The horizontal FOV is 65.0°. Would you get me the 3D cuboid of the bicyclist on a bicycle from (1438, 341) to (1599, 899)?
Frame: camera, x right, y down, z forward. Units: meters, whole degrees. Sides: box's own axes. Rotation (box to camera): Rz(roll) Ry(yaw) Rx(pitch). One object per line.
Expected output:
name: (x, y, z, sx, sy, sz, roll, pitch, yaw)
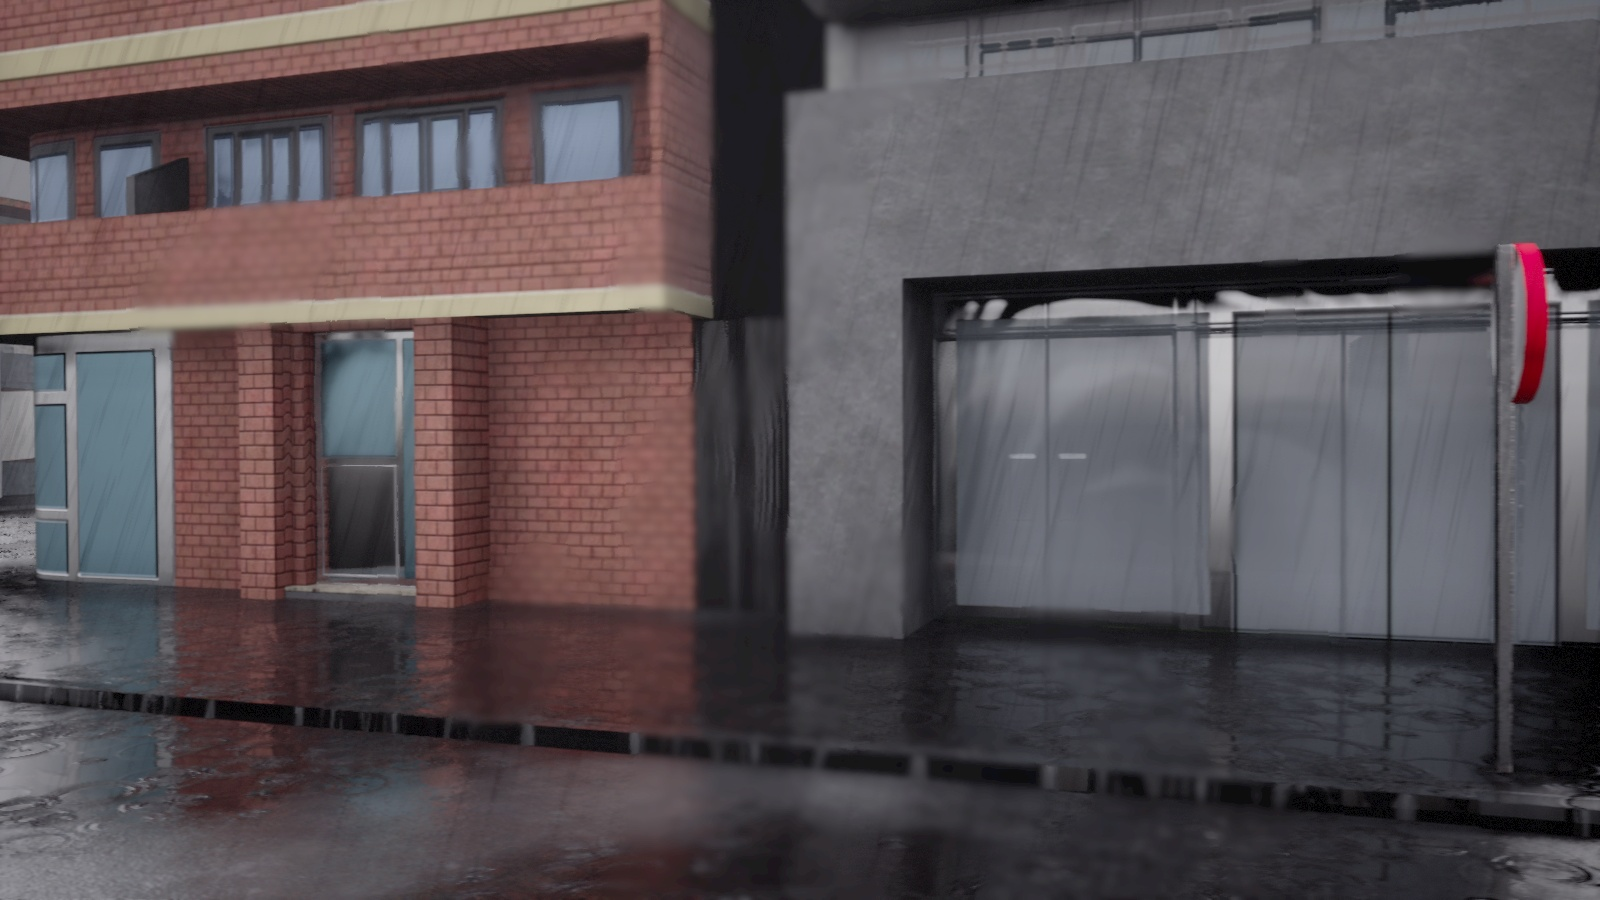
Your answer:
bicyclist on a bicycle: (2.549, 0.659, 2.863, 1.843, 1.776, 0.659, 1, 1, 19)
